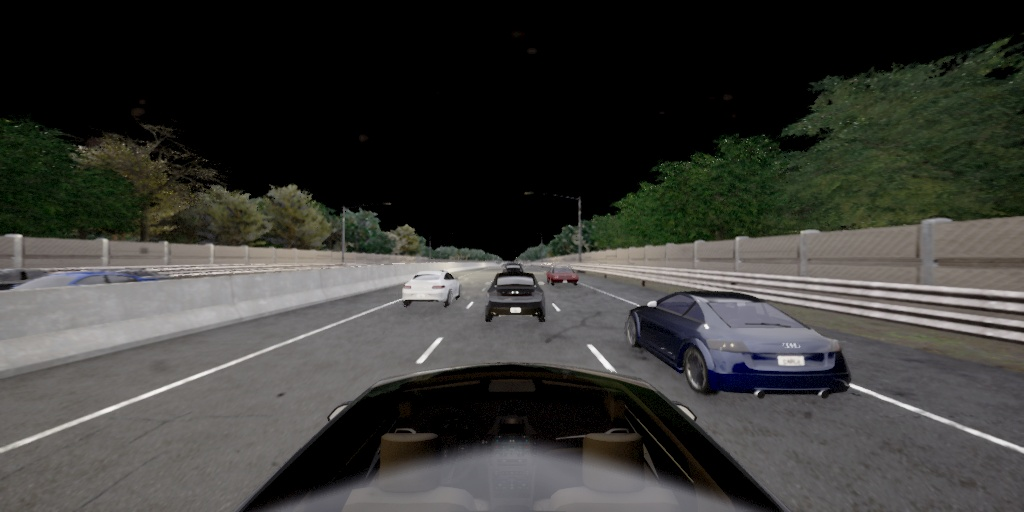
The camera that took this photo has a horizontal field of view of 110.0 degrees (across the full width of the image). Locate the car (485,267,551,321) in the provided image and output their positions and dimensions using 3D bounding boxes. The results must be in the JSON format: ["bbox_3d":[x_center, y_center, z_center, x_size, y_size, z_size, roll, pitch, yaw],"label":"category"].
[{"bbox_3d":[0.101,1.294,12.535,1.837,1.490,4.892,0,0,0],"label":"car"}]

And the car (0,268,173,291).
[{"bbox_3d":[-14.098,1.262,11.552,1.882,1.535,5.008,0,0,0],"label":"car"}]

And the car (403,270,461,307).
[{"bbox_3d":[-3.399,1.331,15.707,1.812,1.442,4.674,0,0,0],"label":"car"}]

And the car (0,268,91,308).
[{"bbox_3d":[-21.096,1.306,14.750,1.837,1.490,4.892,0,0,0],"label":"car"}]

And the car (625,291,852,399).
[{"bbox_3d":[3.600,1.325,6.631,1.994,1.385,4.181,0,0,0],"label":"car"}]

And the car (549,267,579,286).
[{"bbox_3d":[3.602,1.460,26.539,1.895,1.301,4.718,0,0,0],"label":"car"}]

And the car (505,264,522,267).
[{"bbox_3d":[0.101,1.389,30.795,1.837,1.490,4.892,0,0,0],"label":"car"}]

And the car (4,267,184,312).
[{"bbox_3d":[-17.596,1.297,15.629,2.128,1.511,4.902,0,0,0],"label":"car"}]
